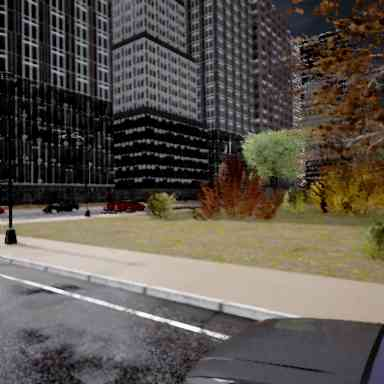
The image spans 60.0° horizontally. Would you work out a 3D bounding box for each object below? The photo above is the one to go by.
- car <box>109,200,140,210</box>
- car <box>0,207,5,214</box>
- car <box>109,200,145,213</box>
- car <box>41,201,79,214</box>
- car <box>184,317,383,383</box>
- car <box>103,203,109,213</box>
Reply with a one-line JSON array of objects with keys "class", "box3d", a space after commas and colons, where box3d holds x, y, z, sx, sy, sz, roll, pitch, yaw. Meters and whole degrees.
[{"class": "car", "box3d": [-10.445, 2.030, 51.638, 1.812, 1.442, 4.674, -2, -1, 37]}, {"class": "car", "box3d": [-22.599, 2.013, 35.542, 1.812, 1.442, 4.674, -2, -1, 37]}, {"class": "car", "box3d": [-7.154, 1.780, 39.507, 1.812, 1.442, 4.674, -2, -1, 37]}, {"class": "car", "box3d": [-16.990, 1.999, 42.981, 1.837, 1.490, 4.892, -2, -1, 37]}, {"class": "car", "box3d": [2.447, 1.537, 1.935, 5.357, 1.411, 2.033, -1, 0, 36]}, {"class": "car", "box3d": [-9.086, 1.861, 42.340, 1.812, 1.442, 4.674, -2, -1, 37]}]
